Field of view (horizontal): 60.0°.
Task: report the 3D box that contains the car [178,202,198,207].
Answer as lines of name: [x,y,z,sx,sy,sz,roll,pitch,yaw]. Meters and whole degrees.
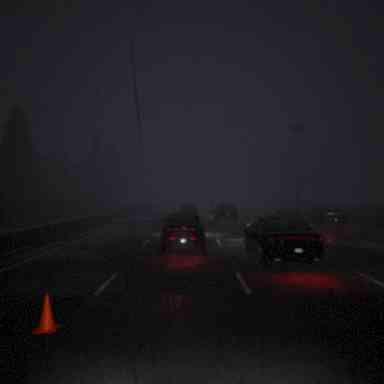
car: [-0.413,1.850,35.292,1.882,1.535,5.008,0,-1,0]

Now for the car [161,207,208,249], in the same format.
car: [-0.359,1.668,15.397,1.837,1.490,4.892,0,-1,0]

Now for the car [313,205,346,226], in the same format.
car: [10.113,1.757,25.794,2.128,1.511,4.902,0,-1,0]

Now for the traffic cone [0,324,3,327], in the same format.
traffic cone: [-3.444,2.018,5.603,0.340,0.580,0.340,0,-1,0]

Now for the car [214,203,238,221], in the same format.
car: [3.099,1.802,30.975,1.882,1.535,5.008,0,-1,0]

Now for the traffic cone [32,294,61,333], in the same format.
traffic cone: [-2.444,2.017,5.606,0.340,0.580,0.340,0,-1,0]

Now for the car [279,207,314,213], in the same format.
car: [6.620,1.805,23.253,1.994,1.385,4.181,0,-1,0]

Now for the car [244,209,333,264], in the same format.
car: [3.150,1.606,12.316,1.882,1.535,5.008,0,-1,0]
